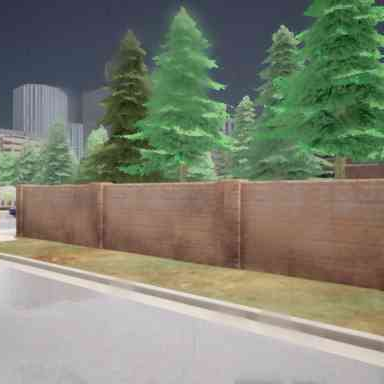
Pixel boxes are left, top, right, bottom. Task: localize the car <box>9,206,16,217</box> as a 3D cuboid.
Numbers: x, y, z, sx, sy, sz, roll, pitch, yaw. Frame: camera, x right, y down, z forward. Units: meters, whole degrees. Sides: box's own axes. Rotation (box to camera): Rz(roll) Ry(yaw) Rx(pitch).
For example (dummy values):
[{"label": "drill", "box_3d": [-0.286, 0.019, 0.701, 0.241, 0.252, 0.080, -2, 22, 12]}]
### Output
[{"label": "car", "box_3d": [-14.016, 1.477, 30.448, 1.882, 1.535, 5.008, 0, 0, 35]}]
